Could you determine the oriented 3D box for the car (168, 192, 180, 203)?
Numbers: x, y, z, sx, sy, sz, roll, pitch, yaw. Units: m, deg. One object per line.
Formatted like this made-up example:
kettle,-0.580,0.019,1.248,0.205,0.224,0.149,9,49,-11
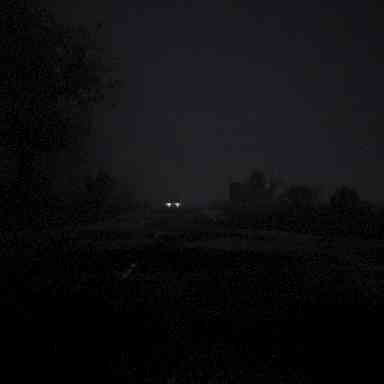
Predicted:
car,-3.503,1.075,64.792,2.150,2.045,5.566,0,0,0
